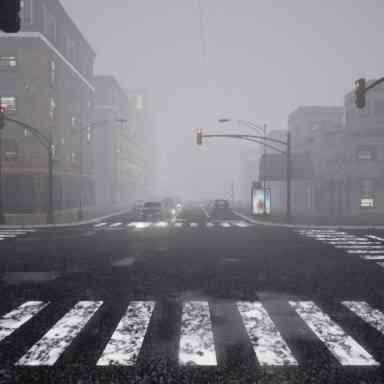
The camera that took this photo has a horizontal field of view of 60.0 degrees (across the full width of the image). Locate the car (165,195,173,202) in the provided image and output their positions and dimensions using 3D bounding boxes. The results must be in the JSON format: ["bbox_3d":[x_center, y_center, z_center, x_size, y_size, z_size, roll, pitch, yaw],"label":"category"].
[{"bbox_3d":[-5.640,1.592,82.908,1.752,1.417,4.829,-1,0,0],"label":"car"}]

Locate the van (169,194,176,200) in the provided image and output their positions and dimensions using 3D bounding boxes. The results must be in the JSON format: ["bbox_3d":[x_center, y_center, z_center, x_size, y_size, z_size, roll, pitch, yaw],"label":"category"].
[{"bbox_3d":[-5.634,1.430,94.472,1.690,1.788,3.998,-1,0,0],"label":"van"}]

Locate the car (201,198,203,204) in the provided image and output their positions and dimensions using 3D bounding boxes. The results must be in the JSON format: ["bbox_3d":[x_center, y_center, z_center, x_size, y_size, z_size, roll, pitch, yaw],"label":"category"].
[{"bbox_3d":[2.717,1.571,48.906,2.008,1.369,4.403,0,0,0],"label":"car"}]

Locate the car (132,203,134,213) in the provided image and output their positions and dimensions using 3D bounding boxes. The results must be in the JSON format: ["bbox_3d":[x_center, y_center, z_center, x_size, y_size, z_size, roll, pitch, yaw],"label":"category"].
[{"bbox_3d":[-5.671,1.561,37.506,2.008,1.369,4.403,0,0,0],"label":"car"}]

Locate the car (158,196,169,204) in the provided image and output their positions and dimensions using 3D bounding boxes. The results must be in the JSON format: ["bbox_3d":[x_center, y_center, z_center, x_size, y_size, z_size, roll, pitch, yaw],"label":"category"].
[{"bbox_3d":[-5.652,1.565,65.819,1.752,1.417,4.829,0,0,0],"label":"car"}]

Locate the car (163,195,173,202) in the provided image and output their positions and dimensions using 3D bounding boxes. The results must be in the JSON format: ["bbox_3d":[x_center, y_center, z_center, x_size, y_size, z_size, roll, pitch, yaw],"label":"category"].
[{"bbox_3d":[-5.646,1.497,77.382,1.967,1.590,4.097,0,0,0],"label":"car"}]

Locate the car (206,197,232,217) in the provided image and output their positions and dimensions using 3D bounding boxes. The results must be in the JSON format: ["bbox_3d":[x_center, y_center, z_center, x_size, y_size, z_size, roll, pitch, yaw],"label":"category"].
[{"bbox_3d":[2.705,1.446,31.815,1.967,1.590,4.097,0,0,0],"label":"car"}]

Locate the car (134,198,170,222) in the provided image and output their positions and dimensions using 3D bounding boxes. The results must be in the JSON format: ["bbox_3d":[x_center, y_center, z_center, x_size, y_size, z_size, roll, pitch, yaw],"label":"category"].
[{"bbox_3d":[-3.083,1.507,26.610,1.837,1.490,4.892,0,0,0],"label":"car"}]

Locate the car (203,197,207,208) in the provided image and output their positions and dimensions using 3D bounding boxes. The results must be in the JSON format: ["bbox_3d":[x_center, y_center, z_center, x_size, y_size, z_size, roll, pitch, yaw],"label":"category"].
[{"bbox_3d":[2.714,1.597,43.209,1.802,1.307,4.206,0,0,0],"label":"car"}]

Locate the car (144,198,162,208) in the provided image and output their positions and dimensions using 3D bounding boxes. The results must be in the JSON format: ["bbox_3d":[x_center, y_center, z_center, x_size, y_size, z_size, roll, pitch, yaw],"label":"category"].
[{"bbox_3d":[-5.663,1.571,48.899,2.008,1.369,4.403,0,0,0],"label":"car"}]

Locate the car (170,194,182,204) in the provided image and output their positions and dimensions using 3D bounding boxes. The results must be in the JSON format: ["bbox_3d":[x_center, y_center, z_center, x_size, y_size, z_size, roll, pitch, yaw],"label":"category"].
[{"bbox_3d":[-2.978,1.529,63.021,2.128,1.511,4.902,0,0,0],"label":"car"}]

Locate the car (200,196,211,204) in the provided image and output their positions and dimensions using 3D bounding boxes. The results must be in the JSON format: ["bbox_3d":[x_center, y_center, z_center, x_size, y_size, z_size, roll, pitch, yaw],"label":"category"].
[{"bbox_3d":[2.729,1.591,65.996,2.008,1.369,4.403,-1,0,0],"label":"car"}]

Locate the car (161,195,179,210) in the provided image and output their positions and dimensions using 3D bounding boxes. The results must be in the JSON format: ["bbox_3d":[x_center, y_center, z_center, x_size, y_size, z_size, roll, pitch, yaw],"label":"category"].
[{"bbox_3d":[-3.066,1.522,43.816,1.837,1.490,4.892,0,0,0],"label":"car"}]
